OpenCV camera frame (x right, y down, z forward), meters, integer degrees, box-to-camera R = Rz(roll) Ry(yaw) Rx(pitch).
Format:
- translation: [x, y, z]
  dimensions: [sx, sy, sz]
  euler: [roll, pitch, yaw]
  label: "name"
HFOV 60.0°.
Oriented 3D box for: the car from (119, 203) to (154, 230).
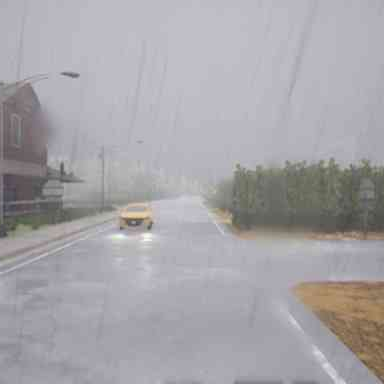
- translation: [-3.502, 1.483, 21.525]
  dimensions: [1.882, 1.535, 5.008]
  euler: [0, 0, -4]
  label: "car"
